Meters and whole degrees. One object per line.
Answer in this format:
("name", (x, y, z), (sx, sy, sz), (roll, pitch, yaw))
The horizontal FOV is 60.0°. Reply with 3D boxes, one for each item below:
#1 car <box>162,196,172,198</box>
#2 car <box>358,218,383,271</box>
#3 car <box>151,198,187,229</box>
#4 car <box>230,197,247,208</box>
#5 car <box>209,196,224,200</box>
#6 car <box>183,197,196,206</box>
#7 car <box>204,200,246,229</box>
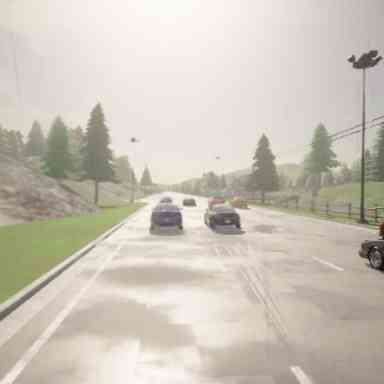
("car", (-3.653, 1.376, 48.367), (1.837, 1.490, 4.892), (1, 1, -4))
("car", (6.450, 1.629, 8.234), (2.033, 1.411, 5.357), (1, 0, -5))
("car", (-1.582, 1.421, 20.992), (1.882, 1.535, 5.008), (1, 0, -4))
("car", (6.815, 1.500, 49.156), (1.882, 1.535, 5.008), (1, 0, -4))
("car", (3.469, 1.328, 47.019), (2.097, 1.767, 4.553), (1, 0, -4))
("car", (-0.470, 1.473, 52.658), (1.994, 1.385, 4.181), (1, 0, -4))
("car", (1.898, 1.520, 21.384), (1.812, 1.442, 4.674), (1, 0, -4))
